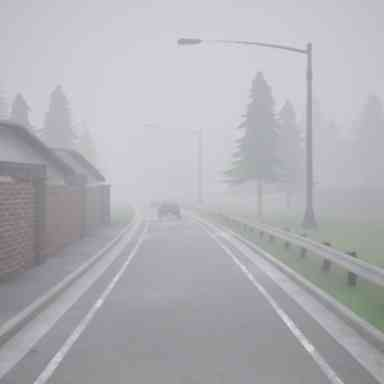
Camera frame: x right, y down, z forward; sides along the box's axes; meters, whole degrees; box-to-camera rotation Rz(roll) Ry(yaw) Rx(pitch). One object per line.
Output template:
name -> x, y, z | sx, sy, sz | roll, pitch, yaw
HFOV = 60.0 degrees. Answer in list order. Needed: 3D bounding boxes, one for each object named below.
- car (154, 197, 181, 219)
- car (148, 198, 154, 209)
car -> -2.064, 1.454, 28.834 | 1.837, 1.490, 4.892 | 0, 0, -8
car -> -4.812, 1.448, 44.639 | 1.812, 1.442, 4.674 | 0, 0, -11
